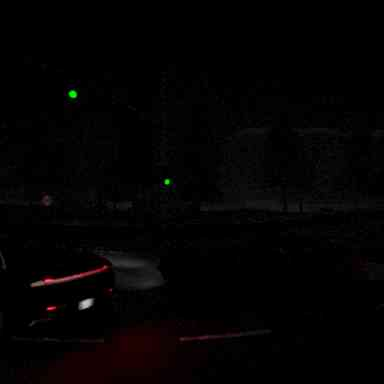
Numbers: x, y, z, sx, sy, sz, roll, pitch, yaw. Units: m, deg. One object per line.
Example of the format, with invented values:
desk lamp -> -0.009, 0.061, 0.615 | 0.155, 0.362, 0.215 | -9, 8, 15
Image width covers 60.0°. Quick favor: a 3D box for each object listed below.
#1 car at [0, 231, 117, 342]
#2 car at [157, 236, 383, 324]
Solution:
car -> -3.612, 1.536, 6.567 | 4.902, 1.511, 2.128 | -1, 0, 35
car -> 1.515, 1.620, 7.210 | 4.718, 1.301, 1.895 | 0, 0, 35
